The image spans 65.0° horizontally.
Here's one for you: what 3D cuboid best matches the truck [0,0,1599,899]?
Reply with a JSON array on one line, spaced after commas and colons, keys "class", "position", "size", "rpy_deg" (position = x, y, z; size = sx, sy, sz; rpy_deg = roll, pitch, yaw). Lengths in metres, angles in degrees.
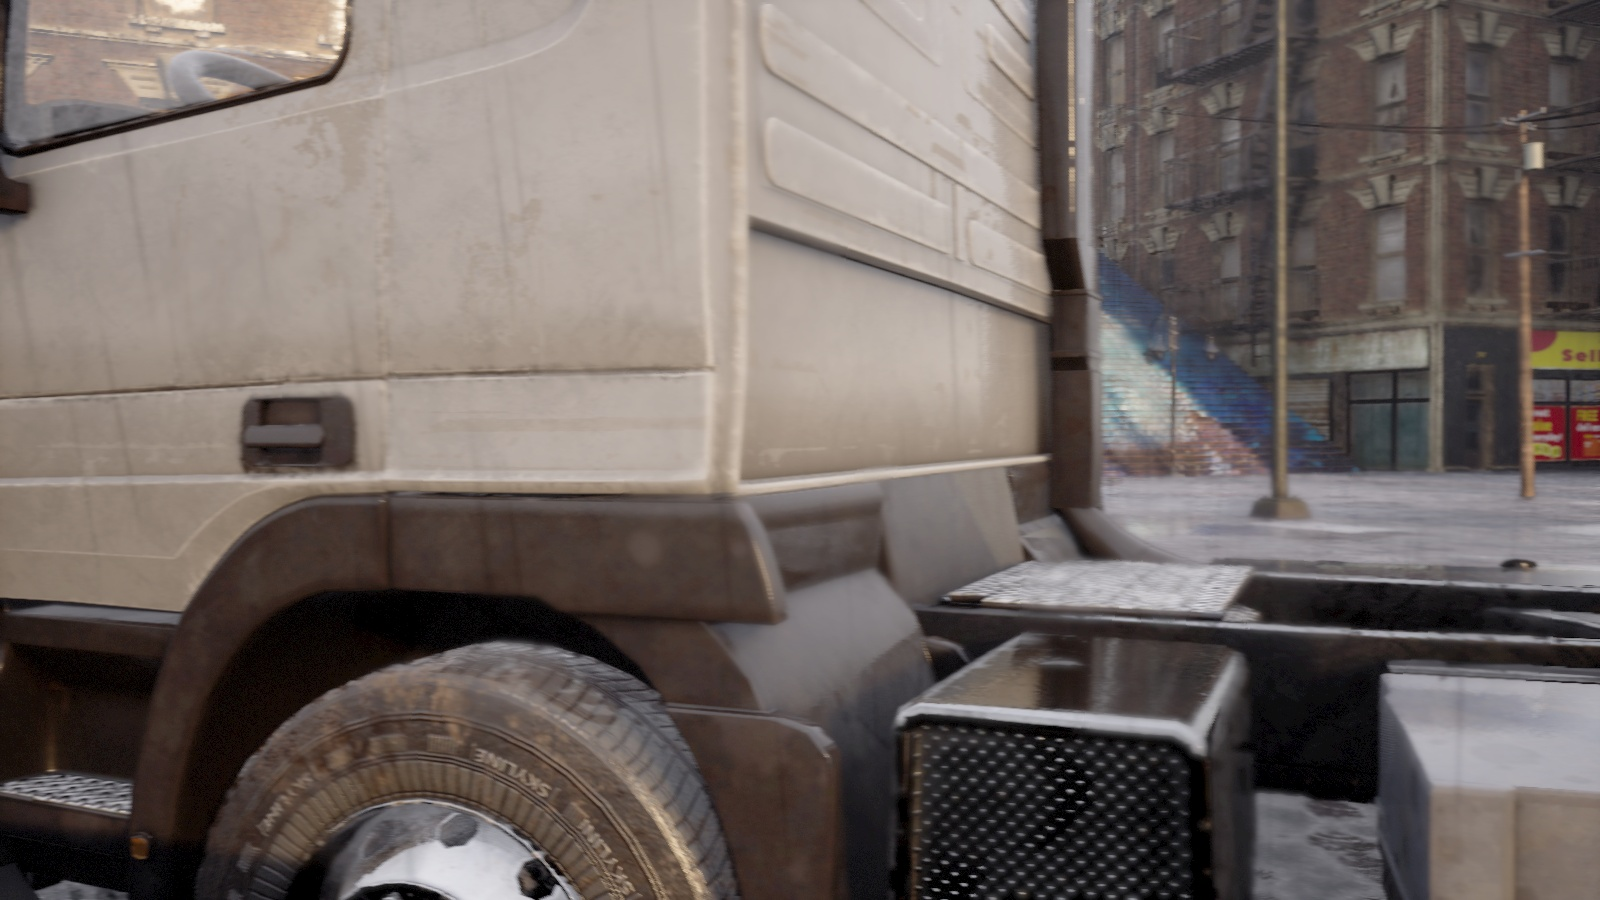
[{"class": "truck", "position": [1.844, -0.202, 2.575], "size": [7.936, 3.462, 2.891], "rpy_deg": [1, 1, 24]}]
